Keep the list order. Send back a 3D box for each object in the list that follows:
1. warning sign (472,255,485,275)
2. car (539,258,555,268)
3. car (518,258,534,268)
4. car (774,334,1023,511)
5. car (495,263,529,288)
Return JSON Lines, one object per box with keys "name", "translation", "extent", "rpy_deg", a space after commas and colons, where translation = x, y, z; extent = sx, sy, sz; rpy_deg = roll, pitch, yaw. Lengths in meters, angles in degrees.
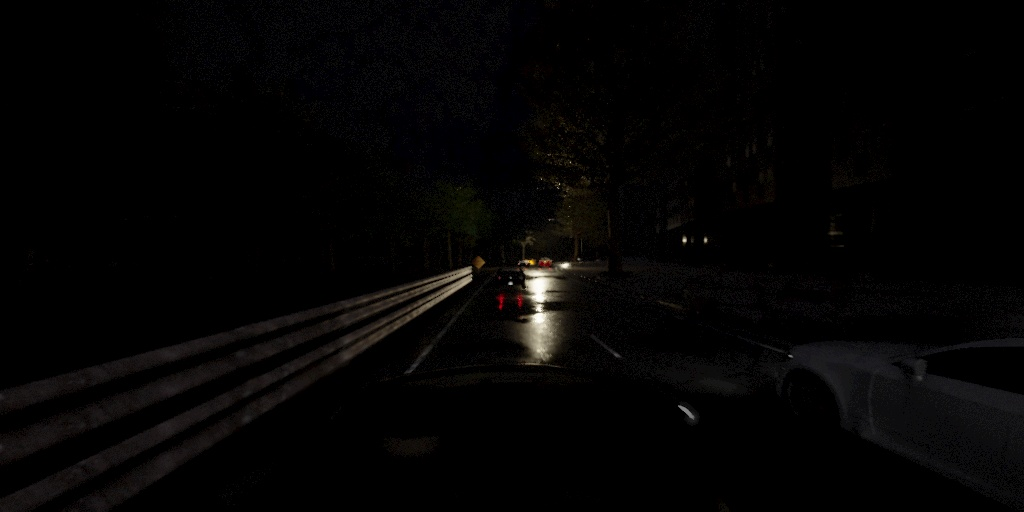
{"name": "warning sign", "translation": [-3.126, 0.873, 33.615], "extent": [1.300, 1.860, 1.060], "rpy_deg": [0, 0, 2]}
{"name": "car", "translation": [5.613, 1.084, 59.913], "extent": [2.097, 1.767, 4.553], "rpy_deg": [0, 0, 8]}
{"name": "car", "translation": [2.031, 1.346, 59.524], "extent": [1.895, 1.301, 4.718], "rpy_deg": [0, 0, 8]}
{"name": "car", "translation": [4.342, 1.261, 2.571], "extent": [1.812, 1.442, 4.674], "rpy_deg": [0, 0, -5]}
{"name": "car", "translation": [-0.097, 1.348, 23.719], "extent": [1.895, 1.301, 4.718], "rpy_deg": [0, 0, 0]}
